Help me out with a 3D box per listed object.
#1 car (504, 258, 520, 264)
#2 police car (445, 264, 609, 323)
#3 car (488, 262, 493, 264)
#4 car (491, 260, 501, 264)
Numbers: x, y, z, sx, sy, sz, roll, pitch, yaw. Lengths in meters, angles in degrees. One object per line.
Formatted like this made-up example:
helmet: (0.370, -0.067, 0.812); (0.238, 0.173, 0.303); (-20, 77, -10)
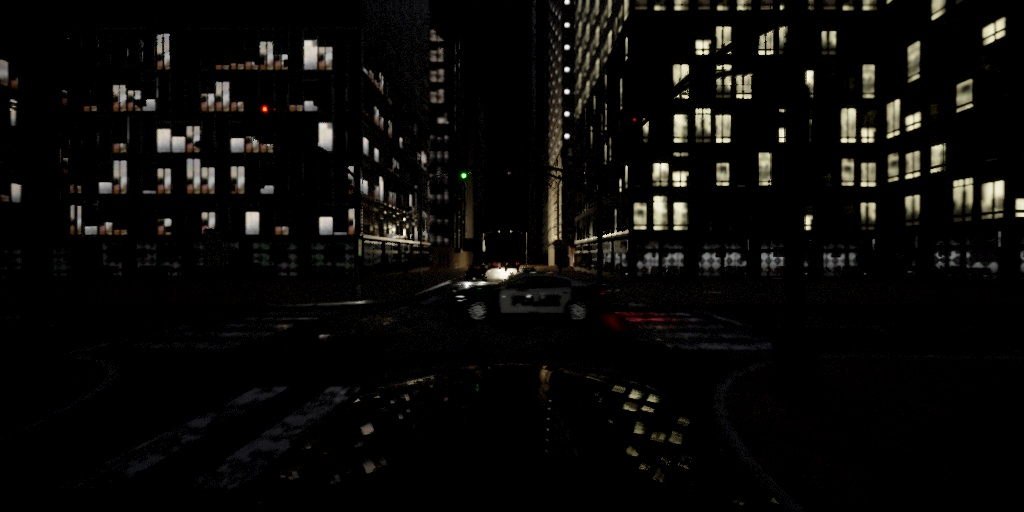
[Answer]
car: (0.004, 1.283, 53.819); (2.150, 2.045, 5.566); (0, 0, 0)
police car: (0.488, 1.213, 11.870); (5.238, 1.638, 1.930); (0, 0, 1)
car: (-3.094, 1.471, 32.034); (2.033, 1.411, 5.357); (0, 0, 0)
car: (-2.977, 1.467, 61.949); (2.097, 1.767, 4.553); (0, 0, -1)
